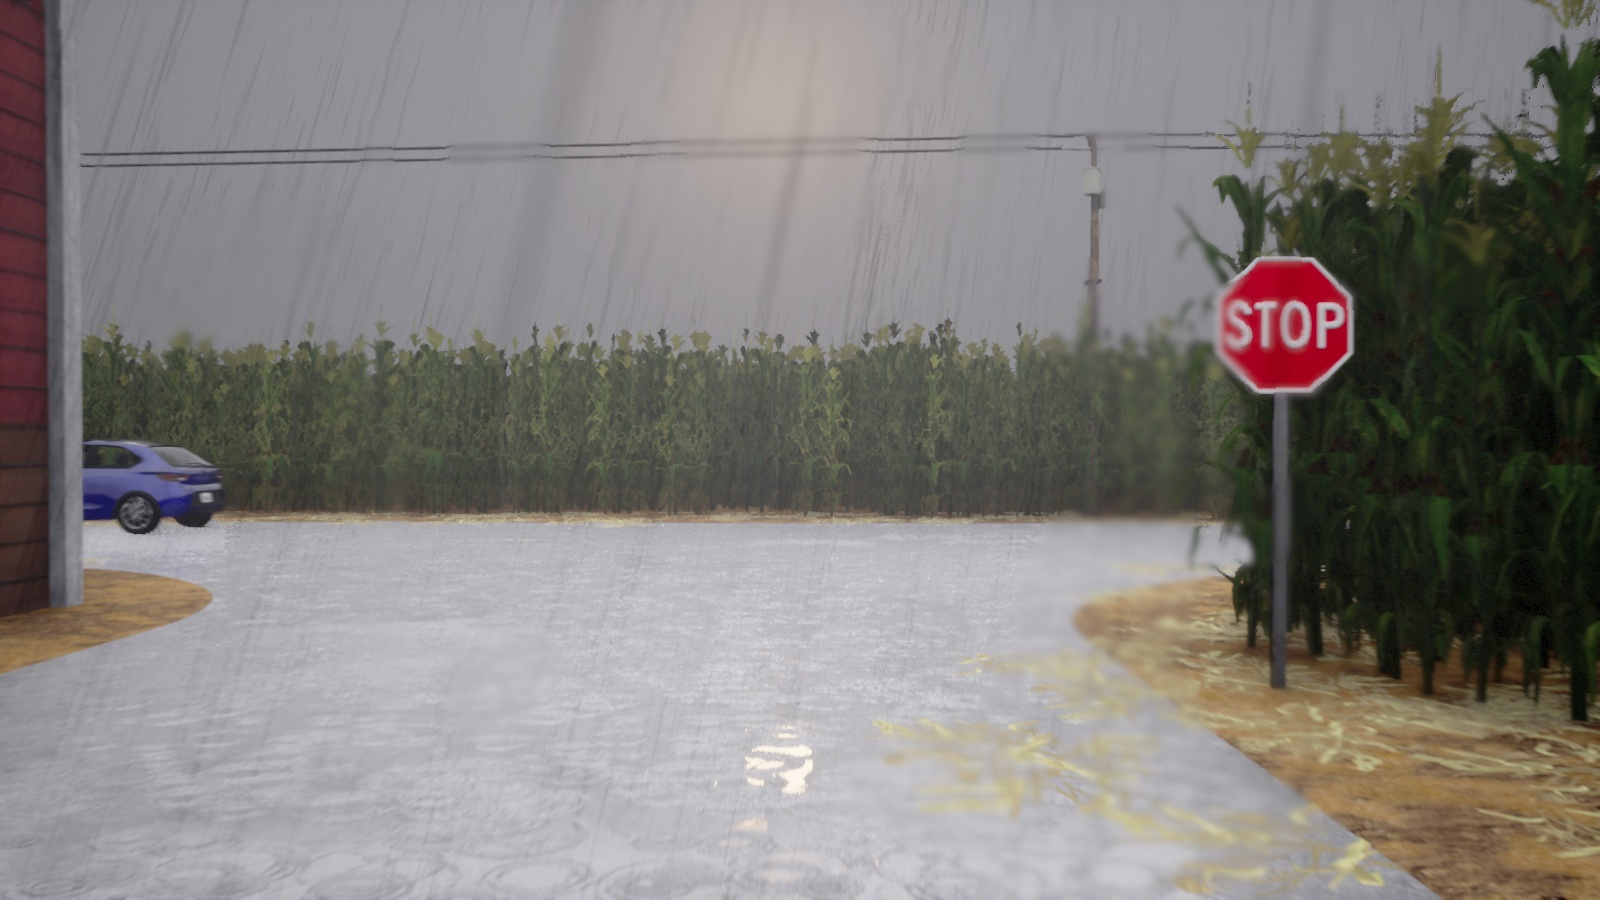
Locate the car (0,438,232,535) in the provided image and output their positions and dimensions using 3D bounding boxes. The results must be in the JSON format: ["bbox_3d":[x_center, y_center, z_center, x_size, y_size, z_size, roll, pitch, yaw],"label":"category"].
[{"bbox_3d":[-11.619,0.546,20.146,4.193,1.474,1.816,0,1,4],"label":"car"}]
